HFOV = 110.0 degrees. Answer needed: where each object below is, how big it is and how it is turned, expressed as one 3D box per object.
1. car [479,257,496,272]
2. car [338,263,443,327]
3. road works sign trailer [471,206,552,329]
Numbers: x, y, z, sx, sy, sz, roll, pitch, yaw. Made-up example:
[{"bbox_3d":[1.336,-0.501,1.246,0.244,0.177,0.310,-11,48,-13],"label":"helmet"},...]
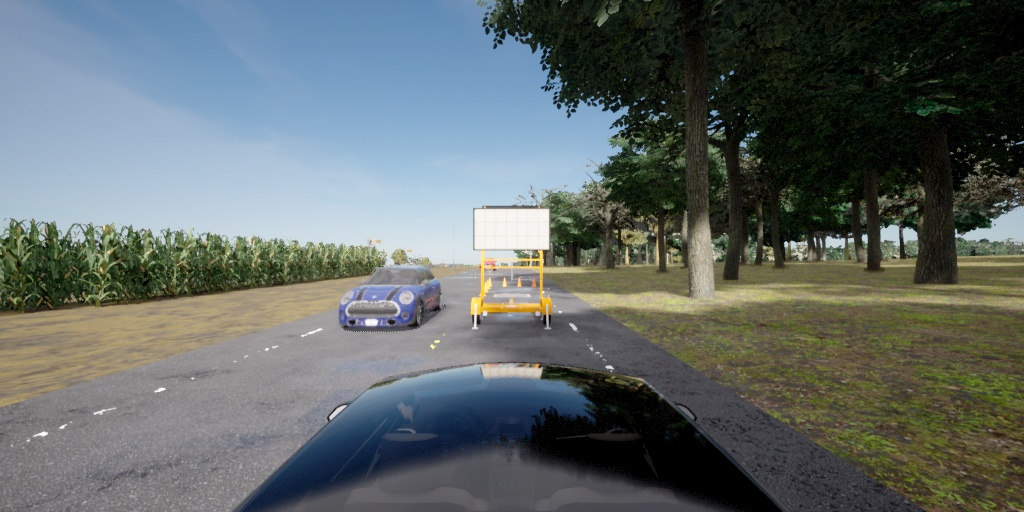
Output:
[{"bbox_3d":[-3.529,1.210,52.087,2.150,2.045,5.566,0,-1,0],"label":"car"},{"bbox_3d":[-3.606,1.118,11.448,2.097,1.767,4.553,0,0,0],"label":"car"},{"bbox_3d":[-0.004,0.230,11.284,2.380,3.560,2.880,0,0,1],"label":"road works sign trailer"}]
